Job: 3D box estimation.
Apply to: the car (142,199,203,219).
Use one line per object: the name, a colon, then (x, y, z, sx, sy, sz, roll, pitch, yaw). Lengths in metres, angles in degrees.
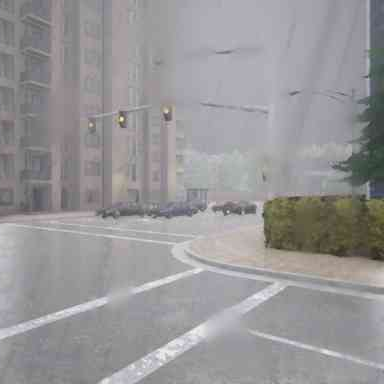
car: (-1.579, 1.547, 29.389, 2.033, 1.411, 5.357, 0, 0, 36)

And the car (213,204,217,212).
car: (4.076, 1.601, 37.132, 1.895, 1.301, 4.718, 0, 0, 36)

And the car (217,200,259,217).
car: (4.670, 1.505, 31.689, 1.837, 1.490, 4.892, 0, 0, 36)

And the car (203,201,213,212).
car: (-0.223, 1.491, 37.181, 2.128, 1.511, 4.902, 0, 0, 36)

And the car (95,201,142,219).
car: (-5.915, 1.547, 29.383, 2.033, 1.411, 5.357, 0, 0, 36)
